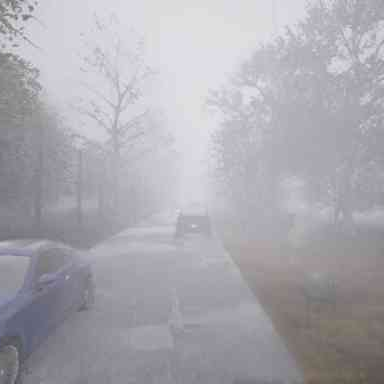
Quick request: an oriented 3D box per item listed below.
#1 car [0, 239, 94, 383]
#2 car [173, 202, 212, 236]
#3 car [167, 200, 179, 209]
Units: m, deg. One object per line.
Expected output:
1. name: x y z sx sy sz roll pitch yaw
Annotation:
1. car: -2.869 1.538 5.078 1.812 1.442 4.674 0 0 0
2. car: 0.097 1.576 19.264 1.882 1.535 5.008 0 0 0
3. car: -2.662 1.901 49.784 1.994 1.385 4.181 0 0 0
